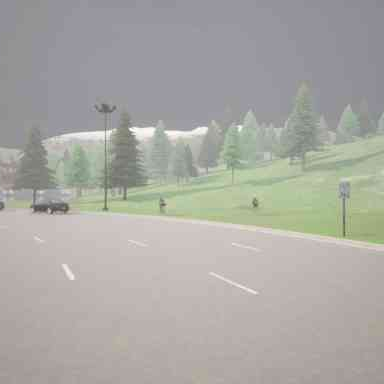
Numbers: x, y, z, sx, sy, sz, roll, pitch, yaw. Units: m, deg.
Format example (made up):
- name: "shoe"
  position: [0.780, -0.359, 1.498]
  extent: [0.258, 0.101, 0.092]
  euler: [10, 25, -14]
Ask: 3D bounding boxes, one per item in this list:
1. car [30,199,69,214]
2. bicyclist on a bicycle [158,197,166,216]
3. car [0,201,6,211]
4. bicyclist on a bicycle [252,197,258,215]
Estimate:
- name: "car"
  position: [-15.011, 1.478, 34.955]
  extent: [5.008, 1.535, 1.882]
  euler: [0, 0, 34]
- name: "bicyclist on a bicycle"
  position: [-2.693, 1.303, 29.923]
  extent: [0.582, 1.620, 1.656]
  euler: [0, -2, -31]
- name: "car"
  position: [-24.335, 1.526, 39.651]
  extent: [4.674, 1.442, 1.812]
  euler: [0, 0, 23]
- name: "bicyclist on a bicycle"
  position: [5.814, 1.309, 30.550]
  extent: [0.582, 1.620, 1.656]
  euler: [0, -2, -1]
